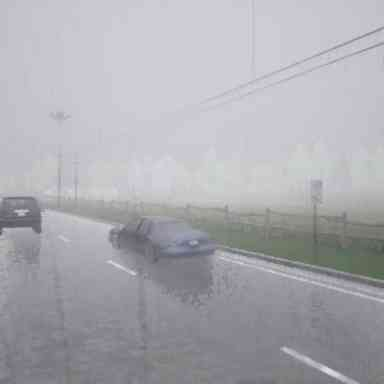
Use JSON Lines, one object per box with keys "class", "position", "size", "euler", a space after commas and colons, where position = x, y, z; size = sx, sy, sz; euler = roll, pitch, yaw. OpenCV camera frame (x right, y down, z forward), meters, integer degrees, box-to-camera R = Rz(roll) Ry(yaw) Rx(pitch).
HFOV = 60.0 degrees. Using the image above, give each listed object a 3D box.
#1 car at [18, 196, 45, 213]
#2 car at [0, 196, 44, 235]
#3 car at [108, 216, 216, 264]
{"class": "car", "position": [-17.993, 1.352, 37.142], "size": [2.097, 1.767, 4.553], "euler": [1, 0, -34]}
{"class": "car", "position": [-10.067, 1.214, 18.976], "size": [2.150, 2.045, 5.566], "euler": [1, 0, -34]}
{"class": "car", "position": [-1.334, 1.589, 12.196], "size": [2.033, 1.411, 5.357], "euler": [1, 0, -34]}
